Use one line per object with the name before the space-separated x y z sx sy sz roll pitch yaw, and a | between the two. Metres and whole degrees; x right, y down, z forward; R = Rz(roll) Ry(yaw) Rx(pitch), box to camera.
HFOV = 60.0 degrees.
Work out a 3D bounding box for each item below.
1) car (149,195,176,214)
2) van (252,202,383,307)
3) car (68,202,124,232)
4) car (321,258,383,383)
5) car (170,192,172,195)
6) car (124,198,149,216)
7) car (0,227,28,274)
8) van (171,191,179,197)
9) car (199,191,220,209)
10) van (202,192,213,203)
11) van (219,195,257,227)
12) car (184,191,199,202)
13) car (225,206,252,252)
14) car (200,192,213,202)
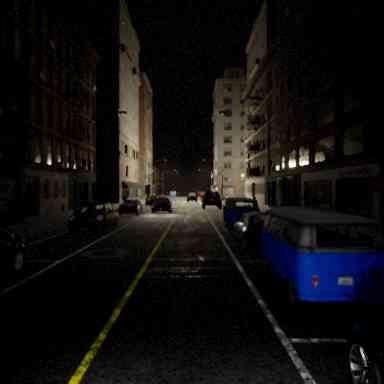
car | -2.834 1.289 32.297 1.812 1.442 4.674 0 0 0
van | 2.639 1.282 7.553 1.690 1.788 3.998 0 0 0
car | -5.383 1.300 18.577 1.967 1.590 4.097 0 0 0
car | 2.638 1.549 2.045 1.947 1.339 4.313 0 0 0
car | -5.369 1.114 62.665 1.947 1.339 4.313 0 0 0
car | -5.379 1.333 29.599 2.008 1.369 4.403 0 0 0
car | -5.385 1.491 7.557 2.008 1.369 4.403 0 0 0
van | -5.380 0.656 94.626 1.690 1.788 3.998 0 0 0
car | 2.281 0.942 39.507 2.150 2.045 5.566 0 0 0
van | 2.654 0.930 57.150 1.690 1.788 3.998 0 0 0
van | 2.642 1.201 18.574 1.690 1.788 3.998 0 0 0
car | 0.033 1.063 59.488 2.128 1.511 4.902 0 0 0
car | 2.641 1.451 13.066 2.008 1.369 4.403 0 0 0
car | 2.656 0.864 62.661 2.192 1.841 5.009 0 0 0
